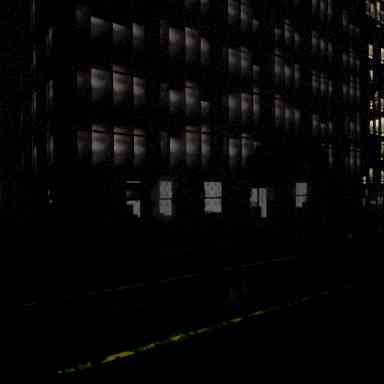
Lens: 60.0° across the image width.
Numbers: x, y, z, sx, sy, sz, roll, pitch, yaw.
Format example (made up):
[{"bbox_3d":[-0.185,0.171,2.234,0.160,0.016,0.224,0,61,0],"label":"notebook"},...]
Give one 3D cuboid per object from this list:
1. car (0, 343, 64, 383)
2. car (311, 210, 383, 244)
[{"bbox_3d":[-3.033,1.478,1.161,5.008,1.535,1.882,0,0,-35],"label":"car"},{"bbox_3d":[7.474,1.542,15.764,4.507,1.381,1.887,0,-1,-35],"label":"car"}]
